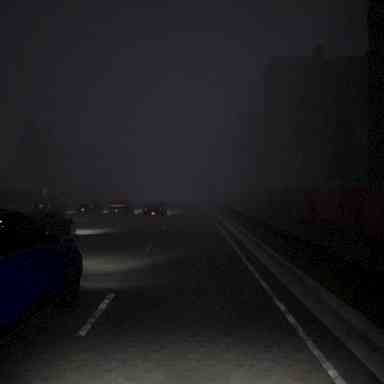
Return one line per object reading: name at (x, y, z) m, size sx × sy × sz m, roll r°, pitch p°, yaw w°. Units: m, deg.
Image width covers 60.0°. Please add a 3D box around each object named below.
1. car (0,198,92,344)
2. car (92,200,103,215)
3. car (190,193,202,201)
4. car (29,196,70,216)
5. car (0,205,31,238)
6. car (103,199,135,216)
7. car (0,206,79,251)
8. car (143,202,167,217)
car at (-3.399, 1.219, 4.722) m, size 2.150 × 2.045 × 5.566 m, roll 0°, pitch 0°, yaw 0°
car at (-10.411, 1.507, 34.014) m, size 1.812 × 1.442 × 4.674 m, roll 0°, pitch 0°, yaw 0°
car at (1.230, 1.177, 81.988) m, size 2.150 × 2.045 × 5.566 m, roll 0°, pitch 0°, yaw 0°
car at (-13.891, 1.334, 32.686) m, size 2.097 × 1.767 × 4.553 m, roll 0°, pitch 0°, yaw 0°
car at (-10.398, 1.483, 16.785) m, size 2.128 × 1.511 × 4.902 m, roll 0°, pitch 0°, yaw 0°
car at (-6.898, 1.473, 32.935) m, size 2.128 × 1.511 × 4.902 m, roll 0°, pitch 0°, yaw 0°
car at (-6.899, 1.496, 15.166) m, size 1.837 × 1.490 × 4.892 m, roll 0°, pitch 0°, yaw 0°
car at (-3.398, 1.583, 31.418) m, size 1.895 × 1.301 × 4.718 m, roll 0°, pitch 0°, yaw 0°
